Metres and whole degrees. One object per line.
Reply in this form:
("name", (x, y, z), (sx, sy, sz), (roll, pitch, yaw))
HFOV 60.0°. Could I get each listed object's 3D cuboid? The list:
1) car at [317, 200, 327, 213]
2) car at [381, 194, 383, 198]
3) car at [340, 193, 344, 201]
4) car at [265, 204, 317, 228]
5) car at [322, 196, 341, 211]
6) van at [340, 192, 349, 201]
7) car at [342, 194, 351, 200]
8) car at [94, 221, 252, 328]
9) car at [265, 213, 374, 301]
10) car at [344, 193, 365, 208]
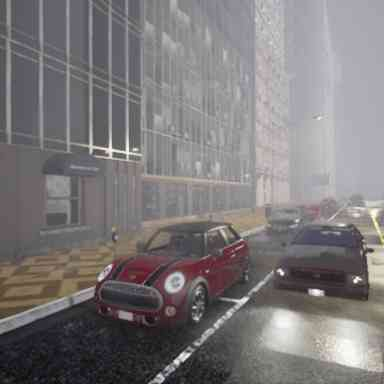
("car", (7.607, 1.461, 22.273), (1.887, 1.381, 4.507), (0, 0, 27))
("car", (38.339, 0.963, 64.044), (2.192, 1.841, 5.009), (0, 0, 27))
("car", (30.886, 1.249, 67.877), (2.008, 1.369, 4.403), (0, 0, 27))
("car", (5.021, 1.493, 17.206), (2.008, 1.369, 4.403), (0, 0, 27))
("car", (15.367, 1.386, 37.474), (1.887, 1.381, 4.507), (0, 0, 27))
("van", (33.472, 1.016, 72.943), (1.690, 1.788, 3.998), (0, 0, 27))
("car", (38.645, 1.181, 83.078), (2.008, 1.369, 4.403), (0, 0, 27))
("car", (-0.152, 1.434, 7.072), (1.967, 1.590, 4.097), (0, 0, 27))
("car", (3.580, 1.511, 8.694), (2.033, 1.411, 5.357), (0, 0, 27))
("car", (21.471, 1.142, 43.531), (2.097, 1.767, 4.553), (0, 0, 27))
